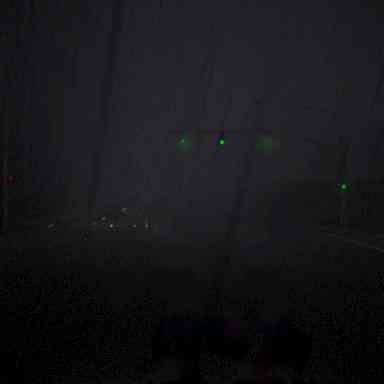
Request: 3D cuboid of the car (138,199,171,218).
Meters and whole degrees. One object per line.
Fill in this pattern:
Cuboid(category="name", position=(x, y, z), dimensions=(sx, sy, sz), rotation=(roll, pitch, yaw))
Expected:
Cuboid(category="car", position=(-3.598, 1.713, 32.886), dimensions=(2.128, 1.511, 4.902), rotation=(0, 0, 0))

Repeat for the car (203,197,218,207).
Cuboid(category="car", position=(3.605, 1.955, 59.421), dimensions=(2.033, 1.411, 5.357), rotation=(0, 0, 0))

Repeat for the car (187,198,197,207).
Cuboid(category="car", position=(0.000, 1.909, 58.954), dimensions=(1.837, 1.490, 4.892), rotation=(0, 0, 0))

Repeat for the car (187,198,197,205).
Cuboid(category="car", position=(0.000, 1.902, 69.064), dimensions=(1.994, 1.385, 4.181), rotation=(0, 0, 0))

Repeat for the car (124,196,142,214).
Cuboid(category="car", position=(-7.100, 1.489, 39.640), dimensions=(2.150, 2.045, 5.566), rotation=(0, 0, 0))

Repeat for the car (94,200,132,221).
Cuboid(category="car", position=(-7.100, 1.744, 29.450), dimensions=(2.033, 1.411, 5.357), rotation=(0, 0, 0))

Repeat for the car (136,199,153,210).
Cuboid(category="car", position=(-7.089, 1.845, 50.031), dimensions=(1.837, 1.490, 4.892), rotation=(0, 0, 0))

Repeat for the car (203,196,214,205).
Cuboid(category="car", position=(3.503, 1.834, 69.644), dimensions=(2.097, 1.767, 4.553), rotation=(0, 0, 0))
